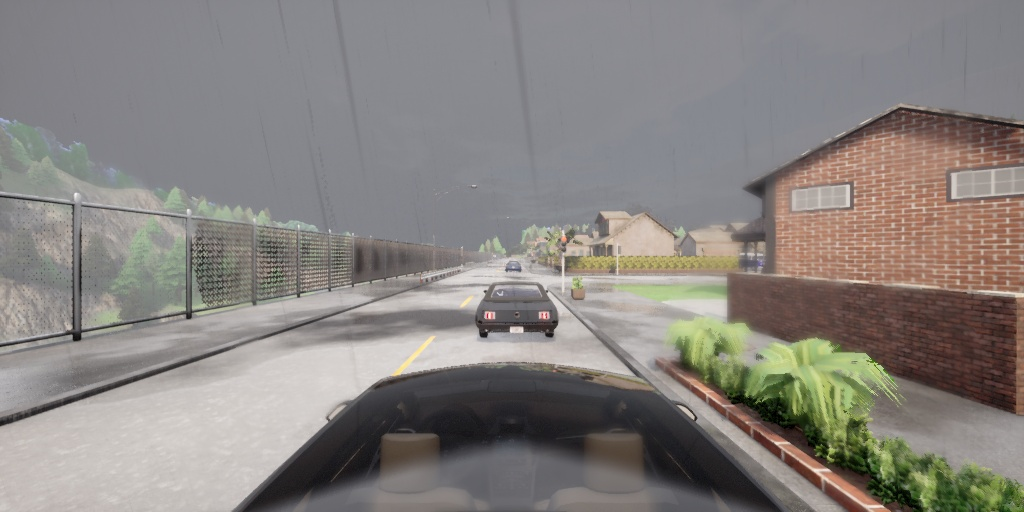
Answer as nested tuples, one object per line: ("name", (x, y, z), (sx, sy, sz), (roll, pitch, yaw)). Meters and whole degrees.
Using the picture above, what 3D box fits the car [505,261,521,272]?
("car", (0.184, 1.314, 45.347), (1.994, 1.385, 4.181), (0, 0, 0))

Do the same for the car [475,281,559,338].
("car", (0.115, 1.351, 10.184), (1.895, 1.301, 4.718), (0, 0, 0))
